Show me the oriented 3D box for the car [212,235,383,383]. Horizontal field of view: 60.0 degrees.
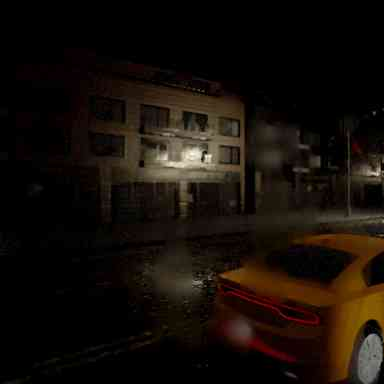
[{"bbox_3d":[2.613,1.433,5.305,5.008,1.535,1.882,-1,0,-35],"label":"car"}]
